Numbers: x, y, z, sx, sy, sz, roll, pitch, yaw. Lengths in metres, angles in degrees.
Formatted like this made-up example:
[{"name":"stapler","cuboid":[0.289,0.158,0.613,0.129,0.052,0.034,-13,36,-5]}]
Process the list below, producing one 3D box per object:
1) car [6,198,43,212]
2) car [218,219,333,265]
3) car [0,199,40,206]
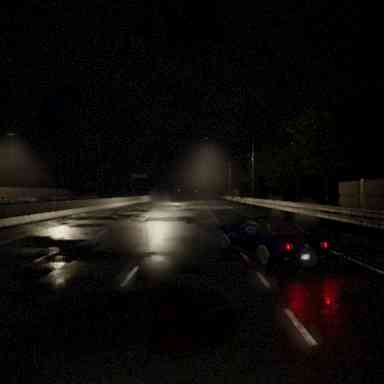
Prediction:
[{"name":"car","cuboid":[-20.684,1.571,41.392,2.128,1.511,4.902,0,0,0]},{"name":"car","cuboid":[2.627,1.620,11.886,1.895,1.301,4.718,0,0,-19]},{"name":"car","cuboid":[-17.293,1.612,33.969,1.994,1.385,4.181,0,0,1]}]
